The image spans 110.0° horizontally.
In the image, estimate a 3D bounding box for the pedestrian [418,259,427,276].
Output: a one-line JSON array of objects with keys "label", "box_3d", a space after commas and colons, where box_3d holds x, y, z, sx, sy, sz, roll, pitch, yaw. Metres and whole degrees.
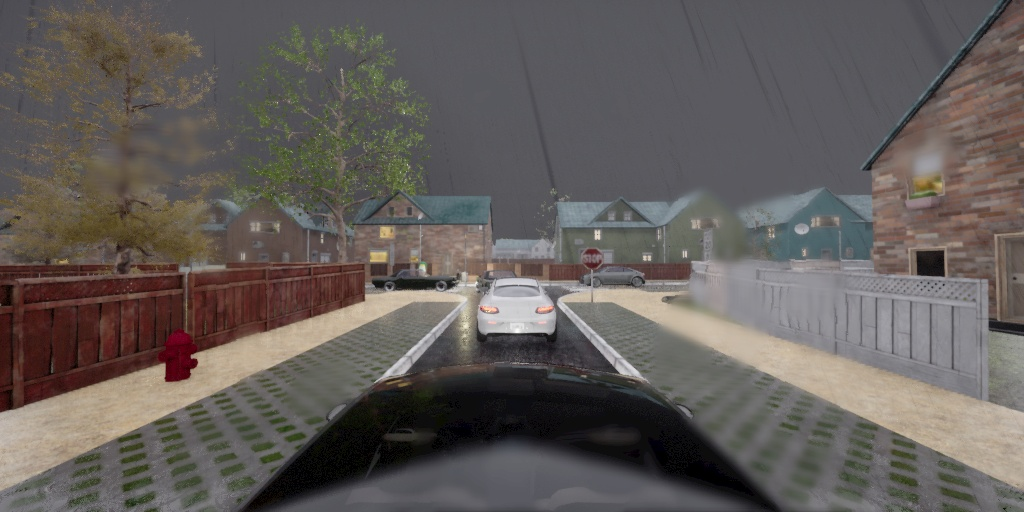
[{"label": "pedestrian", "box_3d": [-6.685, 1.118, 26.758, 0.375, 1.860, 0.375, 0, -1, 1]}]

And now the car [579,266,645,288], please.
[{"label": "car", "box_3d": [6.552, 1.344, 23.655, 4.181, 1.385, 1.994, 0, -1, 1]}]

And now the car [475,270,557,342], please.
[{"label": "car", "box_3d": [0.108, 1.279, 9.665, 1.812, 1.442, 4.674, 0, 0, 0]}]

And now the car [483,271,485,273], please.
[{"label": "car", "box_3d": [-0.746, 1.366, 18.485, 1.895, 1.301, 4.718, 0, -1, -12]}]

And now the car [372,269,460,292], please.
[{"label": "car", "box_3d": [-5.470, 1.416, 20.872, 4.718, 1.301, 1.895, -1, -1, 1]}]
